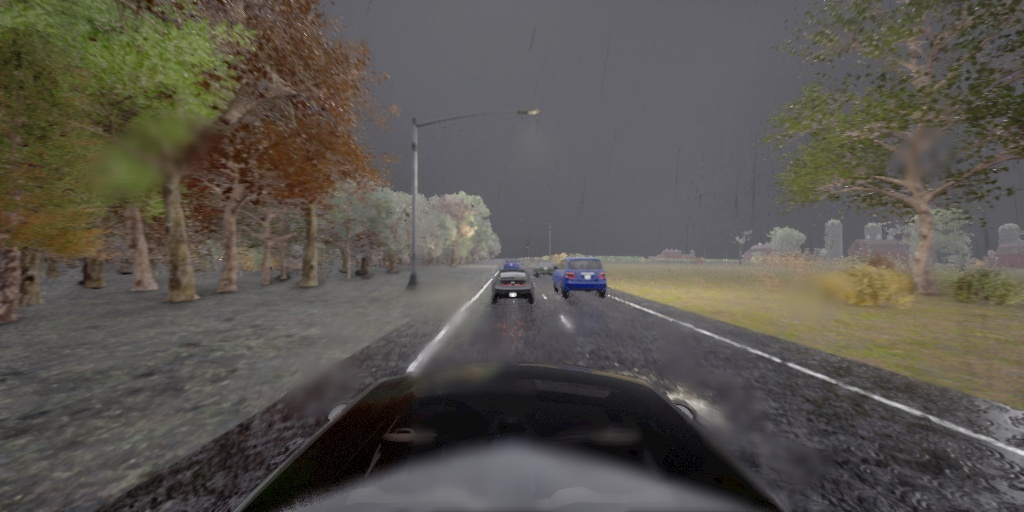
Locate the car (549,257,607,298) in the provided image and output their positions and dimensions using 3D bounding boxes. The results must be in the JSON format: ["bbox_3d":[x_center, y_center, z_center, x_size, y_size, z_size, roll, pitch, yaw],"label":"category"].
[{"bbox_3d":[3.525,1.089,19.443,2.150,2.045,5.566,0,0,0],"label":"car"}]

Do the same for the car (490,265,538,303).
[{"bbox_3d":[0.034,1.352,17.216,1.837,1.490,4.892,0,0,0],"label":"car"}]

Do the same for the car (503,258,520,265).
[{"bbox_3d":[-0.092,1.249,49.248,2.150,2.045,5.566,0,0,0],"label":"car"}]

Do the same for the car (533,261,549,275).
[{"bbox_3d":[3.449,1.328,38.955,2.097,1.767,4.553,0,0,0],"label":"car"}]
